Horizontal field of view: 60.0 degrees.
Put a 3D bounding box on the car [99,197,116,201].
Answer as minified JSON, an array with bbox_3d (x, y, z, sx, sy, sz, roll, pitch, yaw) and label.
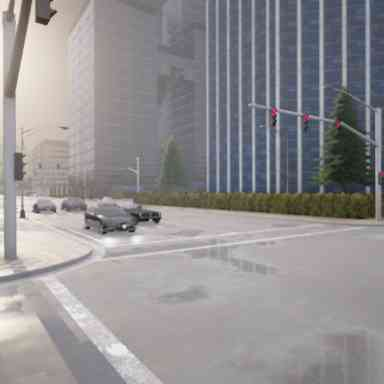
[{"bbox_3d":[-12.898,1.477,50.223,1.812,1.442,4.674,0,0,-33],"label":"car"}]

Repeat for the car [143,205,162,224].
[{"bbox_3d":[-4.018,1.595,24.244,1.895,1.301,4.718,0,0,-34],"label":"car"}]

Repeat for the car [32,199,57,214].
[{"bbox_3d":[-15.833,1.531,35.613,1.812,1.442,4.674,0,0,-33],"label":"car"}]

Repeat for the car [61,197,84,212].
[{"bbox_3d":[-13.867,1.340,38.982,2.097,1.767,4.553,0,0,-33],"label":"car"}]

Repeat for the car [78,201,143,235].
[{"bbox_3d":[-4.843,1.514,19.200,1.837,1.490,4.892,0,1,-34],"label":"car"}]
